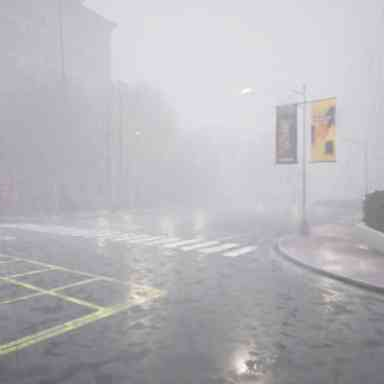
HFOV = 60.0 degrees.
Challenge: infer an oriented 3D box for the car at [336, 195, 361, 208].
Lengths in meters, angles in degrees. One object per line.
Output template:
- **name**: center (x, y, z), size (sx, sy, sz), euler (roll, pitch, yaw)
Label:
- **car**: center (23.835, 1.593, 50.573), size (1.882, 1.535, 5.008), euler (0, 0, 35)

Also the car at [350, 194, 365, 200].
- **car**: center (29.303, 1.629, 58.328), size (2.128, 1.511, 4.902), euler (0, 0, 35)

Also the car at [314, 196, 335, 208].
- **car**: center (20.468, 1.633, 51.873), size (1.812, 1.442, 4.674), euler (0, 0, 35)

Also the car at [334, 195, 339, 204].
- **car**: center (25.731, 1.730, 59.368), size (1.895, 1.301, 4.718), euler (0, 0, 35)
